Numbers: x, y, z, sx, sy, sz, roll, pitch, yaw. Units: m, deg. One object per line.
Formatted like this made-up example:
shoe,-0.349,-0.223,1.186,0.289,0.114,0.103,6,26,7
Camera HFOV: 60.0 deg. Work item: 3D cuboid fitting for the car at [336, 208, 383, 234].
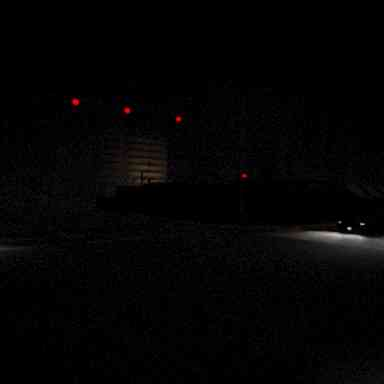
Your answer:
car,11.125,1.689,20.269,5.357,1.411,2.033,1,0,-33

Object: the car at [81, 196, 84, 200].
car,-23.045,1.198,76.591,4.605,1.855,1.932,1,0,-36

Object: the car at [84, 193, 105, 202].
car,-21.402,1.207,74.208,3.866,1.878,1.905,1,0,-36

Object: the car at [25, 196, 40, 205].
car,-28.428,1.480,59.296,1.812,1.442,4.674,1,0,-34
